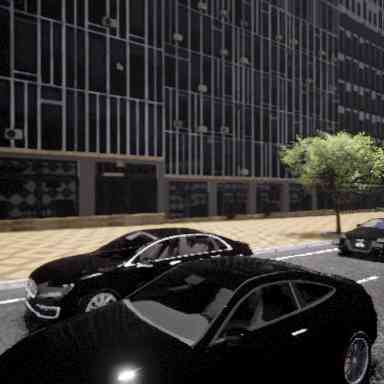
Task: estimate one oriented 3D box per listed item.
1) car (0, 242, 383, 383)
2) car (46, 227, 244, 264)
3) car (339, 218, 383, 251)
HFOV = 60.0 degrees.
[{"bbox_3d":[0.339,1.553,3.830,4.674,1.442,1.812,1,-1,-35],"label":"car"},{"bbox_3d":[-0.768,1.544,7.021,4.892,1.490,1.837,1,-1,-35],"label":"car"},{"bbox_3d":[7.576,1.716,12.959,4.181,1.385,1.994,1,0,-35],"label":"car"}]
